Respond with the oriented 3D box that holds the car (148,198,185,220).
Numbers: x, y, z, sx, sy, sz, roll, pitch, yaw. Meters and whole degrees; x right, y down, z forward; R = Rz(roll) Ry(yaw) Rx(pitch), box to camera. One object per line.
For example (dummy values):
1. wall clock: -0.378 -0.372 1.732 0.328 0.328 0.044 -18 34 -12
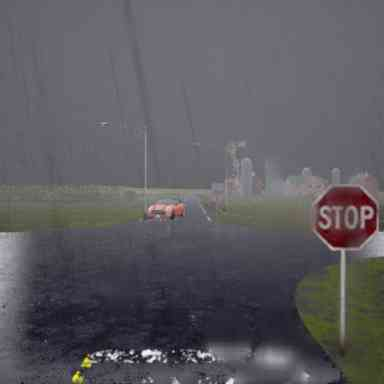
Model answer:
1. car: -2.098 1.329 28.391 2.097 1.767 4.553 0 0 15
